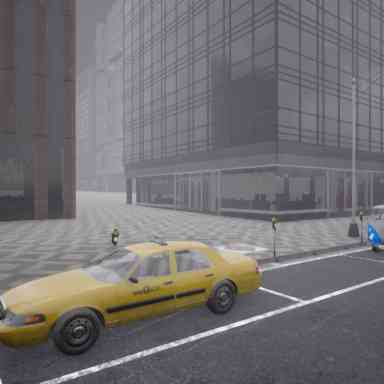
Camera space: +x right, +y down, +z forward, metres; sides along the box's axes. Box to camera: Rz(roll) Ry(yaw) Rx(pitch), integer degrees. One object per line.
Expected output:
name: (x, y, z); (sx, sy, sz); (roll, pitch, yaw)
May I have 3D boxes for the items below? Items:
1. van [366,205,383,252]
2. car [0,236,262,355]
van: (8.151, 1.340, 12.446); (3.998, 1.788, 1.690); (0, 0, -35)
car: (-0.849, 1.525, 6.043); (4.829, 1.417, 1.752); (0, 0, -35)
